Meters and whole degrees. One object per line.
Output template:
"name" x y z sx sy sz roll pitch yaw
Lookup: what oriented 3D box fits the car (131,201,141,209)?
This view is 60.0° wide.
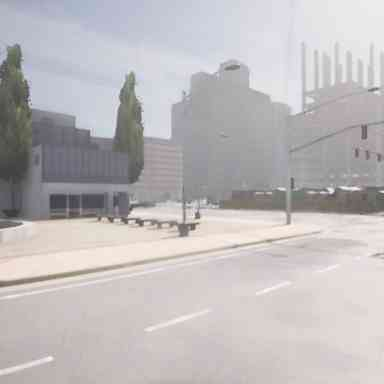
"car" -11.293 2.182 57.019 1.895 1.301 4.718 0 -1 -40

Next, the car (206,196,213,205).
"car" 4.866 1.863 71.769 3.866 1.878 1.905 0 -1 -42

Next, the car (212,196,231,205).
"car" 6.808 2.078 69.619 3.806 1.475 1.970 0 -1 -42

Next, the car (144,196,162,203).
"car" -10.285 2.044 88.426 4.605 1.855 1.932 0 -1 -42

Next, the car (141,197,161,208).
"car" -8.263 2.089 59.003 2.128 1.511 4.902 0 -1 -40

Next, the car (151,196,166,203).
"car" -8.376 2.023 86.250 3.866 1.878 1.905 0 -1 -42
